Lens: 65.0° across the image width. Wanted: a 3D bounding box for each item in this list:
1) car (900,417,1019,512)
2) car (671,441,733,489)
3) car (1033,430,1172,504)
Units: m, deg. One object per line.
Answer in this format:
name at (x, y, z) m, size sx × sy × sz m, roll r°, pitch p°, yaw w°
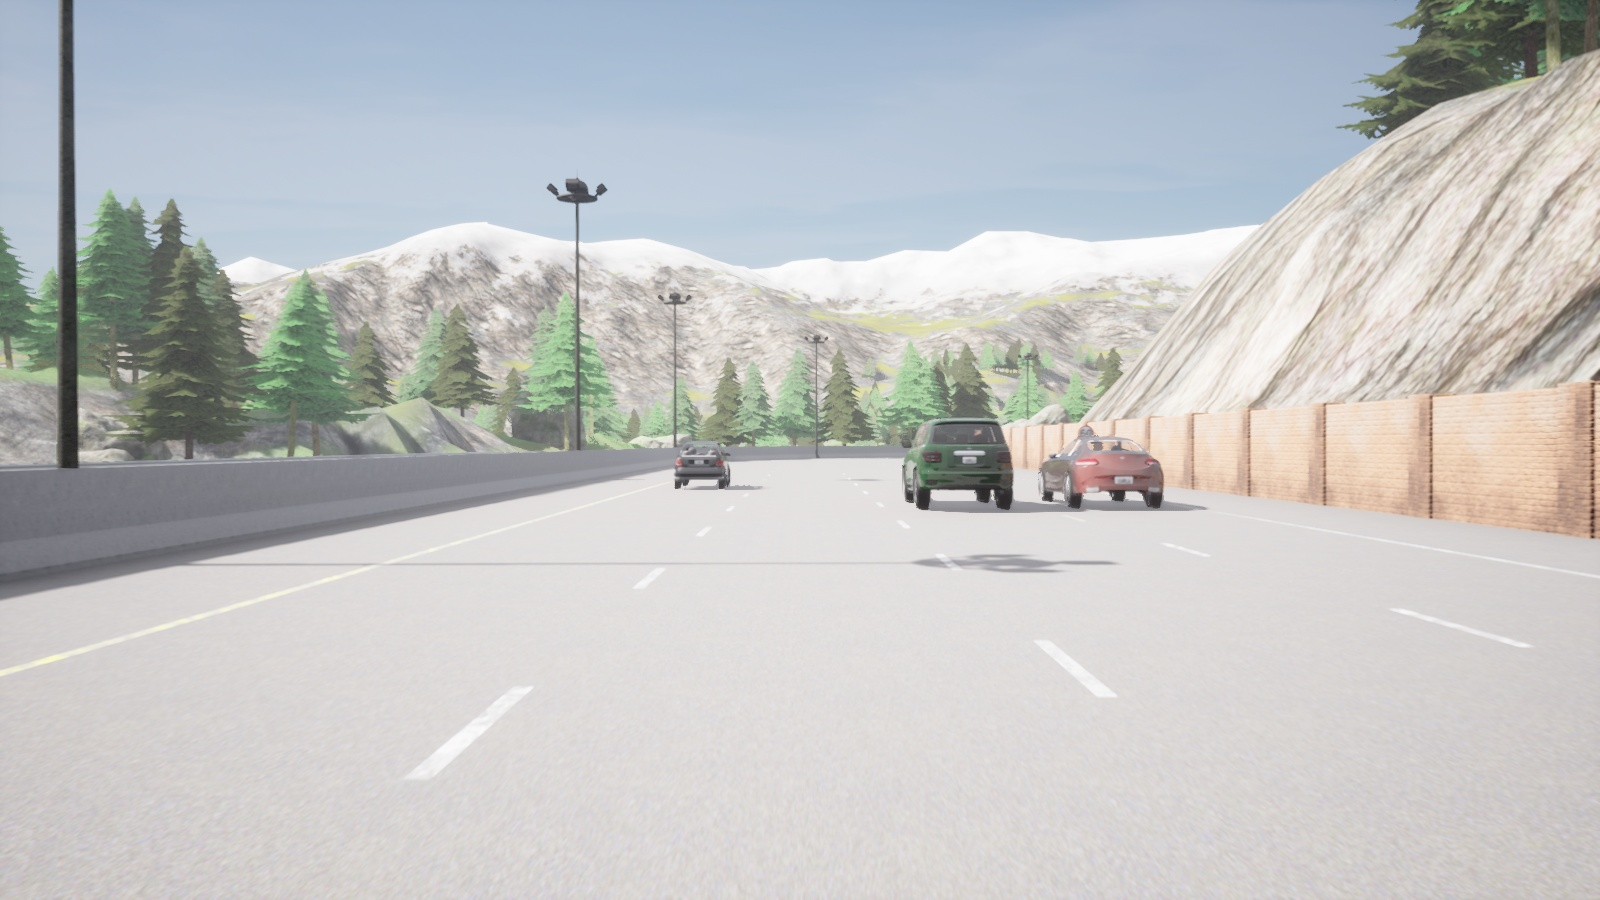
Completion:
car at (3.679, 0.299, 29.932) m, size 2.150 × 2.045 × 5.566 m, roll 0°, pitch 0°, yaw 0°
car at (-3.253, 0.483, 42.431) m, size 1.789 × 1.549 × 3.705 m, roll 0°, pitch 0°, yaw 0°
car at (7.182, 0.359, 30.385) m, size 2.152 × 1.651 × 5.027 m, roll 0°, pitch 0°, yaw 0°
